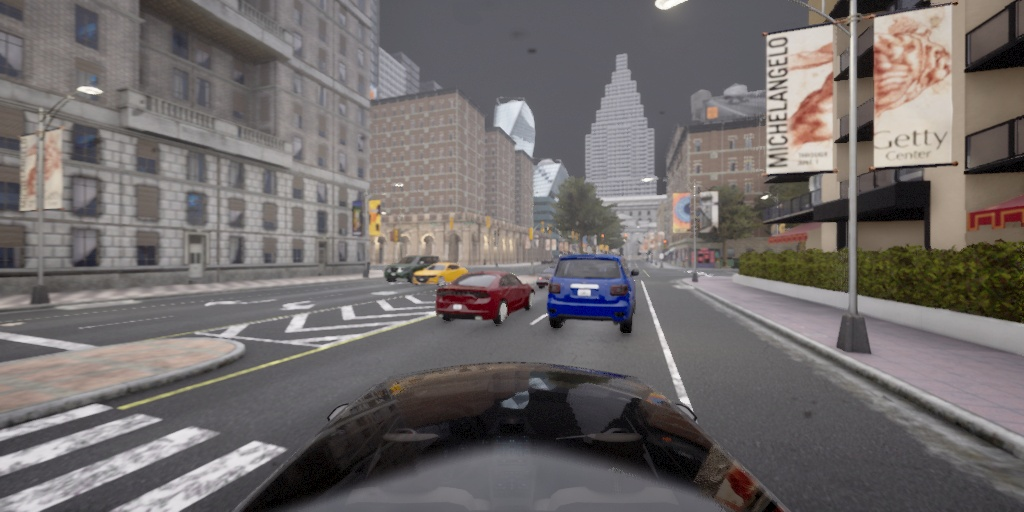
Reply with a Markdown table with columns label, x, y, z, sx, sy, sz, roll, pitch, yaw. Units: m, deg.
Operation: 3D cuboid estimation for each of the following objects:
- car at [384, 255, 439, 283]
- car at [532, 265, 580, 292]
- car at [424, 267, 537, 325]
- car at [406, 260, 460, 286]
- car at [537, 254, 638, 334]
| label | x | y | z | sx | sy | sz | roll | pitch | yaw |
| --- | --- | --- | --- | --- | --- | --- | --- | --- | --- |
| car | -7.527 | 0.971 | 28.044 | 2.150 | 2.045 | 5.566 | 0 | 0 | 19 |
| car | 2.941 | 1.311 | 22.728 | 2.033 | 1.411 | 5.357 | 0 | 0 | 19 |
| car | -0.675 | 1.230 | 12.069 | 1.882 | 1.535 | 5.008 | 0 | 0 | 19 |
| car | -4.889 | 1.226 | 24.983 | 1.882 | 1.535 | 5.008 | 0 | 0 | 19 |
| car | 2.634 | 0.979 | 11.086 | 2.150 | 2.045 | 5.566 | 0 | 0 | 20 |
